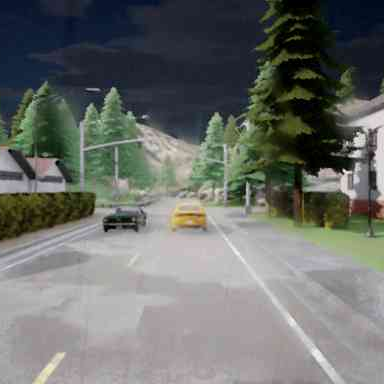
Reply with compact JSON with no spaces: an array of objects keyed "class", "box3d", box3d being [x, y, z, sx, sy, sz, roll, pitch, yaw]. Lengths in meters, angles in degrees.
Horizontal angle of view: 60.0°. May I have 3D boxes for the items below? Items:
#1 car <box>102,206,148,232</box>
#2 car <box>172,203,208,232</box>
[{"class":"car","box3d":[-3.742,1.505,19.162,1.895,1.301,4.718,0,0,-1]},{"class":"car","box3d":[-0.143,1.353,19.205,1.882,1.535,5.008,0,0,-1]}]
